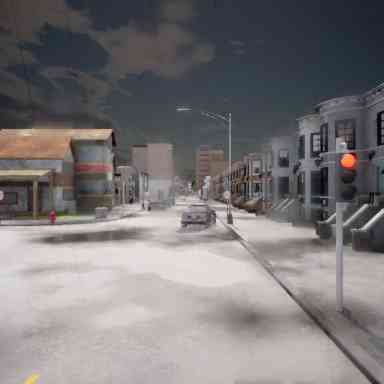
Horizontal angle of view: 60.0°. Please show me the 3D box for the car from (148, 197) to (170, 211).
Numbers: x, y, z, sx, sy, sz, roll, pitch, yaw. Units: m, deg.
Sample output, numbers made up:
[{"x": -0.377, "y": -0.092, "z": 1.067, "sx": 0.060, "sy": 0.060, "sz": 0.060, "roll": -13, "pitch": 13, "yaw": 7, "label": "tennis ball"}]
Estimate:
[{"x": -4.049, "y": 1.564, "z": 39.509, "sx": 1.994, "sy": 1.385, "sz": 4.181, "roll": 0, "pitch": 0, "yaw": 0, "label": "car"}]

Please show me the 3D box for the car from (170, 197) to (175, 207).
[{"x": -4.023, "y": 1.505, "z": 49.454, "sx": 1.837, "sy": 1.490, "sz": 4.892, "roll": 0, "pitch": 0, "yaw": 0, "label": "car"}]

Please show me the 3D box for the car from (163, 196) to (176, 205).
[{"x": -3.971, "y": 1.547, "z": 59.904, "sx": 2.033, "sy": 1.411, "sz": 5.357, "roll": 0, "pitch": 0, "yaw": 1, "label": "car"}]

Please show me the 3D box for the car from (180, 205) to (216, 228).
[{"x": 0.467, "y": 1.547, "z": 22.101, "sx": 2.033, "sy": 1.411, "sz": 5.357, "roll": 0, "pitch": 0, "yaw": 9, "label": "car"}]
